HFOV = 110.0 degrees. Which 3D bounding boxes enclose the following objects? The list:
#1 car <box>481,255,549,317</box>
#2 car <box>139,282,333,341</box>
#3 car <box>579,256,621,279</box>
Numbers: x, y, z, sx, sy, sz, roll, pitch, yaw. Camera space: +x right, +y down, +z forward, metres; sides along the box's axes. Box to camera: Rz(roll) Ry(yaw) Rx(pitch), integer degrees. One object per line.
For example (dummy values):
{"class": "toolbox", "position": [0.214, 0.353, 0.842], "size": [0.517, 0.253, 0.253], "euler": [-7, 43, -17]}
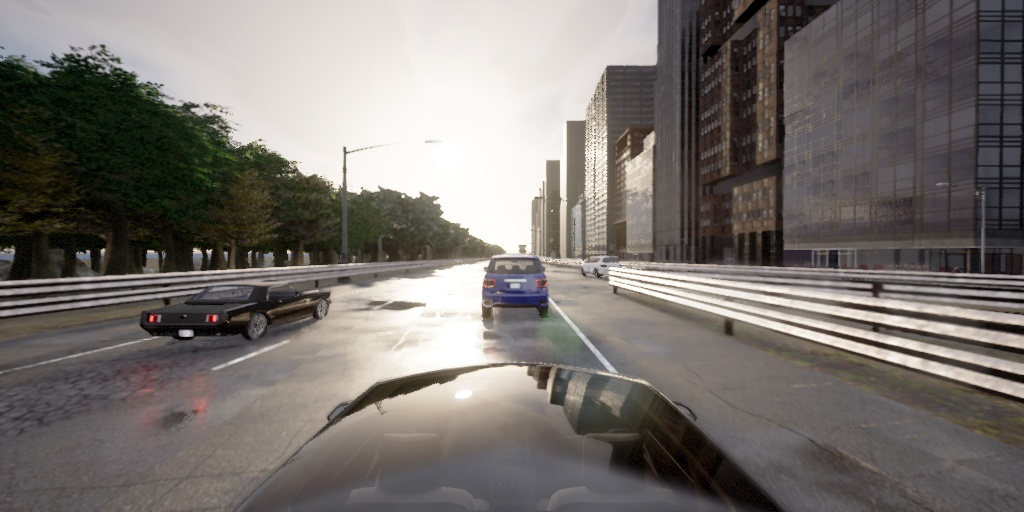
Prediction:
{"class": "car", "position": [0.096, 0.977, 13.280], "size": [2.150, 2.045, 5.566], "euler": [0, 0, 0]}
{"class": "car", "position": [-6.905, 1.354, 9.829], "size": [1.895, 1.301, 4.718], "euler": [0, 0, 0]}
{"class": "car", "position": [8.265, 1.026, 33.874], "size": [2.150, 2.045, 5.566], "euler": [0, 0, -11]}
